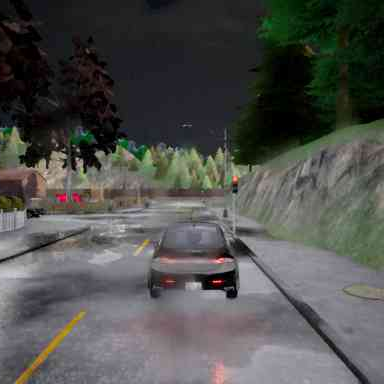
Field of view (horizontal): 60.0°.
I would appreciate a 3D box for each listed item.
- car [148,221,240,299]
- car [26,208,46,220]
[{"bbox_3d":[0.052,1.492,8.464,2.128,1.511,4.902,0,0,1],"label":"car"},{"bbox_3d":[-14.607,1.601,27.201,4.718,1.301,1.895,0,0,0],"label":"car"}]
